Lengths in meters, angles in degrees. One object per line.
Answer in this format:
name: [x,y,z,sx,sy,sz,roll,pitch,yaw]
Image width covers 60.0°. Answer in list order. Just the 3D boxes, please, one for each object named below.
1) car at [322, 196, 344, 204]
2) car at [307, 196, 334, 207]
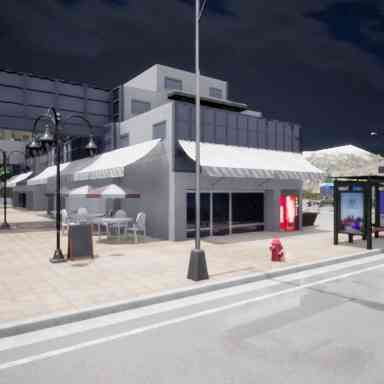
car: [28.404,1.489,66.928,4.514,1.523,2.007,0,0,-36]
car: [19.131,1.345,48.810,5.027,1.636,2.152,0,0,-36]
